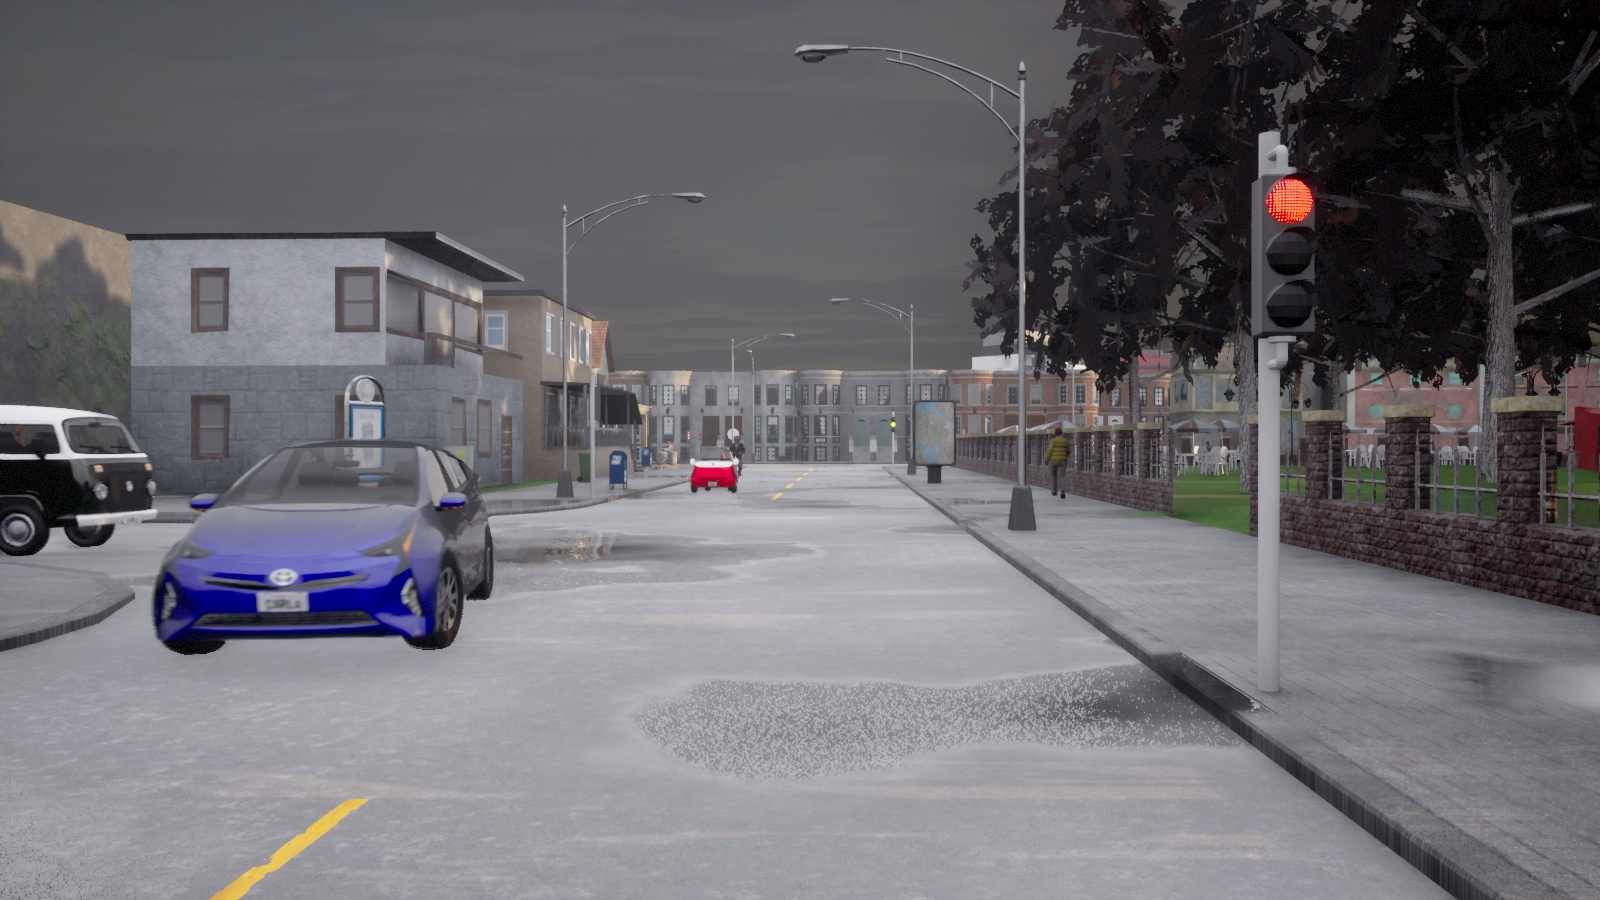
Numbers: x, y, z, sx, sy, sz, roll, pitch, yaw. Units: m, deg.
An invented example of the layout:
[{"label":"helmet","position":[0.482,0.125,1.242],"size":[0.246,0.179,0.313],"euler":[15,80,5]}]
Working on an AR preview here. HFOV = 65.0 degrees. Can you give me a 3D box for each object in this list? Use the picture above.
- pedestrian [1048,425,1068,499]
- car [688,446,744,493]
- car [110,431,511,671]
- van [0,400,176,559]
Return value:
[{"label":"pedestrian","position":[6.471,0.284,31.502],"size":[0.370,1.835,0.726],"euler":[0,0,2]},{"label":"car","position":[-2.562,0.582,38.474],"size":[1.481,1.376,2.207],"euler":[0,0,2]},{"label":"car","position":[-3.654,0.632,10.335],"size":[2.007,1.525,4.514],"euler":[0,0,-7]},{"label":"van","position":[-11.374,0.358,17.329],"size":[4.480,2.038,2.069],"euler":[1,0,2]}]
